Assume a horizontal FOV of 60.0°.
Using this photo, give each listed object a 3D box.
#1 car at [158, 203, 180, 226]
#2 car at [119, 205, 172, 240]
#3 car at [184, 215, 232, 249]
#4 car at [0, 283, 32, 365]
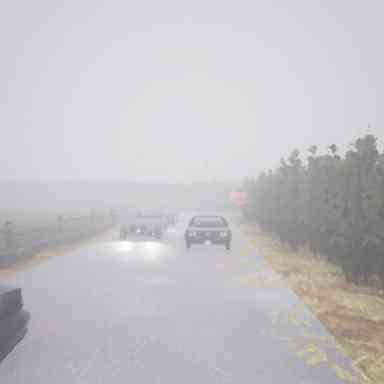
[{"bbox_3d":[-1.996,1.626,24.671,1.882,1.535,5.008,1,0,3],"label":"car"},{"bbox_3d":[-2.412,1.628,17.435,1.994,1.385,4.181,1,0,3],"label":"car"},{"bbox_3d":[0.737,1.690,15.207,1.895,1.301,4.718,1,0,3],"label":"car"},{"bbox_3d":[-3.162,1.522,2.124,2.033,1.411,5.357,1,0,3],"label":"car"}]
